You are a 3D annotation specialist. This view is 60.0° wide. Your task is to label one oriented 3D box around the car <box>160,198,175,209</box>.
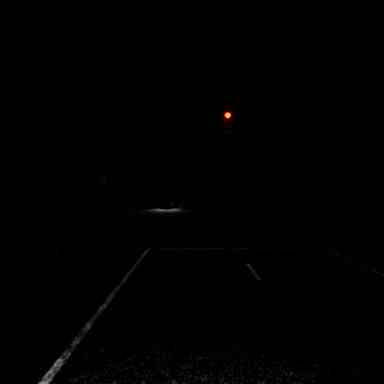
[{"bbox_3d":[-3.498,1.599,47.553,1.882,1.535,5.008,0,0,0],"label":"car"}]
